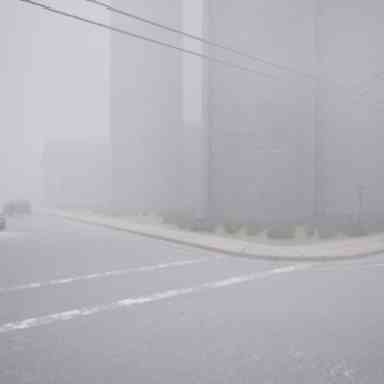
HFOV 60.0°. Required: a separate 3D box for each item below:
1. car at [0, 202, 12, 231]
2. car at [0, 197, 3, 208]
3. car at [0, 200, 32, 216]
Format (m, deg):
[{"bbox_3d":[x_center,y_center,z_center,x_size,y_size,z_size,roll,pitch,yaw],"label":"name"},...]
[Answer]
[{"bbox_3d":[-12.614,1.547,20.193,2.033,1.411,5.357,0,0,-36],"label":"car"},{"bbox_3d":[-29.723,1.548,49.708,2.033,1.411,5.357,0,0,-36],"label":"car"},{"bbox_3d":[-17.057,1.479,32.481,1.882,1.535,5.008,0,0,-36],"label":"car"}]
